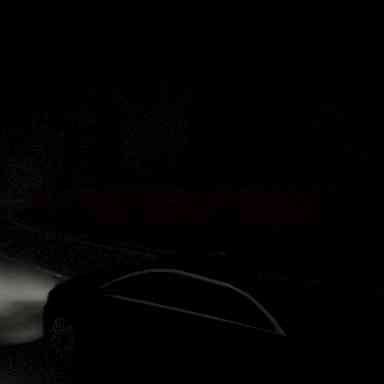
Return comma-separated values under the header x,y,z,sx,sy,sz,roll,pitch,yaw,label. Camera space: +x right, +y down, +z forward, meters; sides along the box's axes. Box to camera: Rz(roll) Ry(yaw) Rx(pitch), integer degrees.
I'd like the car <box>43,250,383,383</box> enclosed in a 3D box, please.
x,y,z,sx,sy,sz,roll,pitch,yaw,label
0.038,1.515,4.159,4.902,1.511,2.128,-1,0,37,car
